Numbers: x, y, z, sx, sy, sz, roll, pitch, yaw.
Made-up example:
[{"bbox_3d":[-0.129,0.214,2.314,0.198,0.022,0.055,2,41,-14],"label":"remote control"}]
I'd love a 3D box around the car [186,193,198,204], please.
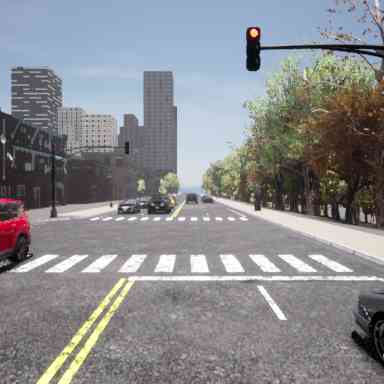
[{"bbox_3d":[-0.027,1.193,64.207,2.150,2.045,5.566,0,0,0],"label":"car"}]

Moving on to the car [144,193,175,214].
[{"bbox_3d":[-3.421,1.207,35.900,2.150,2.045,5.566,0,0,1],"label":"car"}]

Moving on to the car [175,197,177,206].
[{"bbox_3d":[-3.425,1.458,45.898,1.882,1.535,5.008,0,0,0],"label":"car"}]

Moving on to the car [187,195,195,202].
[{"bbox_3d":[-0.150,1.487,75.814,1.812,1.442,4.674,0,0,0],"label":"car"}]

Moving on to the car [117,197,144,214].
[{"bbox_3d":[-6.661,1.477,35.573,2.128,1.511,4.902,0,0,0],"label":"car"}]

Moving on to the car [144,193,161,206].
[{"bbox_3d":[-6.694,1.196,56.663,2.150,2.045,5.566,0,0,1],"label":"car"}]

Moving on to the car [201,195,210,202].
[{"bbox_3d":[3.103,1.441,75.908,1.882,1.535,5.008,0,0,0],"label":"car"}]

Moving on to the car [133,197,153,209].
[{"bbox_3d":[-6.675,1.472,45.974,2.128,1.511,4.902,0,0,0],"label":"car"}]

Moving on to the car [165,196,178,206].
[{"bbox_3d":[-3.444,1.480,55.776,1.837,1.490,4.892,0,0,0],"label":"car"}]

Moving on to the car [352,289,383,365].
[{"bbox_3d":[3.345,1.547,2.562,2.033,1.411,5.357,0,0,0],"label":"car"}]

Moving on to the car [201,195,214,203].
[{"bbox_3d":[3.223,1.533,65.880,1.994,1.385,4.181,0,0,0],"label":"car"}]

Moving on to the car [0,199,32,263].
[{"bbox_3d":[-6.344,1.220,8.975,2.150,2.045,5.566,1,0,-3],"label":"car"}]
